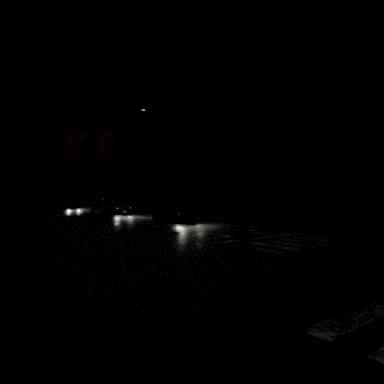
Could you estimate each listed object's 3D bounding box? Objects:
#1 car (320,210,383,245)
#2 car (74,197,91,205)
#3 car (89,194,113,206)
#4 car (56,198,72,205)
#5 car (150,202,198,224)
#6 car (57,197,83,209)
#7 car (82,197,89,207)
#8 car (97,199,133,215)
[{"bbox_3d":[7.686,1.511,13.541,2.128,1.511,4.902,0,-1,-36],"label":"car"},{"bbox_3d":[-21.818,1.761,66.155,1.837,1.490,4.892,0,0,-36],"label":"car"},{"bbox_3d":[-15.348,1.439,57.129,2.150,2.045,5.566,0,0,-35],"label":"car"},{"bbox_3d":[-25.088,1.820,65.136,1.994,1.385,4.181,0,0,-36],"label":"car"},{"bbox_3d":[-1.471,1.558,26.300,1.882,1.535,5.008,0,-1,-36],"label":"car"},{"bbox_3d":[-18.519,1.793,50.233,1.895,1.301,4.718,0,0,-36],"label":"car"},{"bbox_3d":[-18.941,1.819,56.573,1.895,1.301,4.718,0,0,-36],"label":"car"},{"bbox_3d":[-8.143,1.726,35.611,1.895,1.301,4.718,0,0,-36],"label":"car"}]
